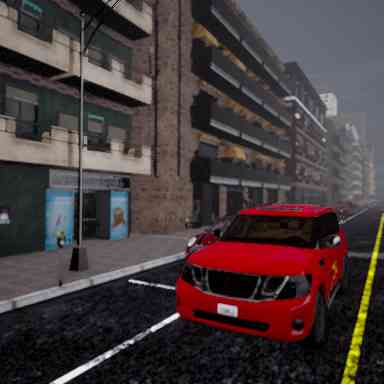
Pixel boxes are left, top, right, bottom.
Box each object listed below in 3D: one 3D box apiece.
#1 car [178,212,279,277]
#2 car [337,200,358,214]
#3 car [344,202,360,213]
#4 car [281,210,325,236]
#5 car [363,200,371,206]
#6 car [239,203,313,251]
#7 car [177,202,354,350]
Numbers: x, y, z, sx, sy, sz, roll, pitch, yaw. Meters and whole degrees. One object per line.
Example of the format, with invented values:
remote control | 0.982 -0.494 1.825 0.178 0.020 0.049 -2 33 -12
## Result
car | 1.463 1.598 11.561 1.967 1.590 4.097 0 -1 30
car | 18.614 1.929 40.706 2.192 1.841 5.009 0 -1 30
car | 24.328 2.309 50.419 1.887 1.381 4.507 0 -1 30
car | 7.178 1.892 21.275 1.802 1.307 4.206 0 -1 30
car | 44.334 2.840 84.419 2.008 1.369 4.403 0 -1 30
car | 4.323 1.549 16.420 2.192 1.841 5.009 0 -1 30
car | 1.895 1.323 6.990 2.150 2.045 5.566 0 -1 31
